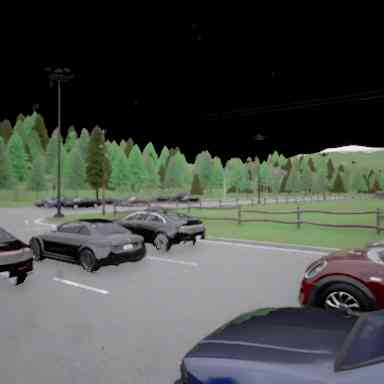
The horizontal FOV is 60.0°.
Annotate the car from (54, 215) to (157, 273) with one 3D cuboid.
[{"bbox_3d":[-3.457,1.551,10.762,4.181,1.385,1.994,0,0,36],"label":"car"}]

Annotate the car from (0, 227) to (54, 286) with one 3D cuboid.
[{"bbox_3d":[-5.811,1.479,8.148,4.902,1.511,2.128,0,0,36],"label":"car"}]

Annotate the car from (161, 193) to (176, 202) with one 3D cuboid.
[{"bbox_3d":[-2.823,1.167,64.561,2.150,2.045,5.566,0,0,37],"label":"car"}]

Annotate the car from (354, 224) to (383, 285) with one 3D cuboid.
[{"bbox_3d":[6.598,1.602,7.859,4.718,1.301,1.895,0,0,36],"label":"car"}]

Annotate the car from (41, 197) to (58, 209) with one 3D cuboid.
[{"bbox_3d":[-17.318,1.295,44.958,2.097,1.767,4.553,0,0,36],"label":"car"}]

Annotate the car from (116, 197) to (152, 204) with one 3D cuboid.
[{"bbox_3d":[-8.734,1.474,50.735,1.812,1.442,4.674,0,0,37],"label":"car"}]

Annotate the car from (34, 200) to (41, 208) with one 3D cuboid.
[{"bbox_3d":[-19.904,1.443,47.362,1.837,1.490,4.892,0,0,36],"label":"car"}]

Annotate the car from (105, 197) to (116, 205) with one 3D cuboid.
[{"bbox_3d":[-11.190,1.491,53.316,2.033,1.411,5.357,0,0,36],"label":"car"}]

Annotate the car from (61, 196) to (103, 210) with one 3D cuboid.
[{"bbox_3d":[-14.270,1.426,43.212,1.882,1.535,5.008,0,0,36],"label":"car"}]

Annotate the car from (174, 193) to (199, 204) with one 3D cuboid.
[{"bbox_3d":[-0.624,1.426,61.680,1.882,1.535,5.008,0,0,37],"label":"car"}]

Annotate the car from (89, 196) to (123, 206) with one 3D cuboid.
[{"bbox_3d":[-14.135,1.486,55.214,2.033,1.411,5.357,0,0,37],"label":"car"}]

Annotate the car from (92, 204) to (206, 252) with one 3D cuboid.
[{"bbox_3d":[-1.718,1.479,13.826,4.902,1.511,2.128,0,0,36],"label":"car"}]

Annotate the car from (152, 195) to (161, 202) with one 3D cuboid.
[{"bbox_3d":[-6.762,1.444,65.120,1.837,1.490,4.892,0,0,37],"label":"car"}]

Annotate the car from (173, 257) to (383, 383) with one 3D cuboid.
[{"bbox_3d":[2.421,1.549,2.246,5.357,1.411,2.033,0,0,36],"label":"car"}]

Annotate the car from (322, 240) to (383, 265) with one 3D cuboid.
[{"bbox_3d":[4.131,1.353,5.320,4.553,1.767,2.097,0,0,36],"label":"car"}]
